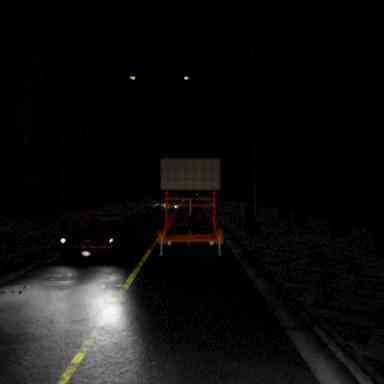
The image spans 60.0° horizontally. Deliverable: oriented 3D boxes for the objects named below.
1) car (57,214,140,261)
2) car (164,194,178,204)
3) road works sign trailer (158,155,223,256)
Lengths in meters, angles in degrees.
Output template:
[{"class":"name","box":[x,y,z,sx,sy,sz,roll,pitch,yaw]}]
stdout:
[{"class":"car","box":[-3.153,1.519,12.110,1.895,1.301,4.718,0,0,0]},{"class":"car","box":[-3.333,1.037,54.022,2.097,1.767,4.553,0,0,0]},{"class":"road works sign trailer","box":[-0.056,0.378,12.763,2.380,3.560,2.880,0,0,0]}]
